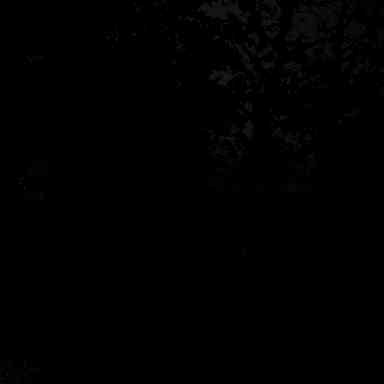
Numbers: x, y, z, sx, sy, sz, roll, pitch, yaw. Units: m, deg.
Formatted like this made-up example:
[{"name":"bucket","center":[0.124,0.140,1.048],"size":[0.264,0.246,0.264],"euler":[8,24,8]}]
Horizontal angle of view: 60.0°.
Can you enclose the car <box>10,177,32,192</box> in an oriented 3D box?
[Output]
[{"name":"car","center":[-19.567,-0.922,37.816],"size":[2.128,1.511,4.902],"euler":[2,4,-37]}]
